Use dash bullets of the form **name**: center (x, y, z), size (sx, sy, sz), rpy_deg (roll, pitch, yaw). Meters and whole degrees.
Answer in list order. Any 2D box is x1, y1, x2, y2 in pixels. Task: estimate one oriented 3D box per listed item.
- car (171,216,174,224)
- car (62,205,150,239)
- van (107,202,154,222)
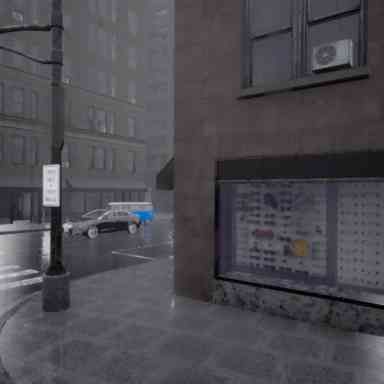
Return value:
- **car**: center (0.230, 1.947, 26.477), size (1.994, 1.385, 4.181), rpy_deg (0, -1, 36)
- **car**: center (-5.026, 1.727, 19.015), size (2.128, 1.511, 4.902), rpy_deg (0, -1, 35)
- **van**: center (-4.536, 1.636, 24.198), size (1.690, 1.788, 3.998), rpy_deg (-1, -1, 35)
